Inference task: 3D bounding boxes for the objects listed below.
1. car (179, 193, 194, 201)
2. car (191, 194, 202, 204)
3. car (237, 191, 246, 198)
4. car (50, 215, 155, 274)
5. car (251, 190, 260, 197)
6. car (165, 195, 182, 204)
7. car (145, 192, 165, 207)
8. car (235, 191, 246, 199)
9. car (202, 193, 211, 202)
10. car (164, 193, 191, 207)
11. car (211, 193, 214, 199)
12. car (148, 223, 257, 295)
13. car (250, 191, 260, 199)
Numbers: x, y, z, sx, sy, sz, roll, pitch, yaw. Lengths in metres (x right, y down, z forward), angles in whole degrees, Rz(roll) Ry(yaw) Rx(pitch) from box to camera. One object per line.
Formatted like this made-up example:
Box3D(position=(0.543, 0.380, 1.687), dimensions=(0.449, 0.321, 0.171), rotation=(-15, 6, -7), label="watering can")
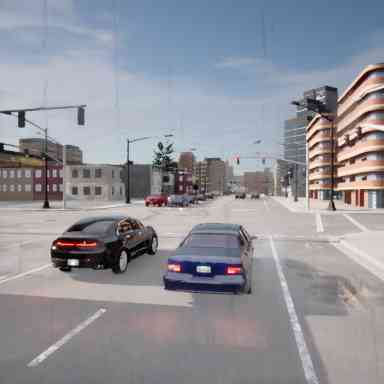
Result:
Box3D(position=(-1.133, 1.073, 69.256), dimensions=(2.033, 1.411, 5.357), rotation=(0, 1, 11), label="car")
Box3D(position=(-0.188, 1.235, 56.359), dimensions=(2.128, 1.511, 4.902), rotation=(0, 1, 11), label="car")
Box3D(position=(12.988, 0.552, 86.681), dimensions=(2.097, 1.767, 4.553), rotation=(0, 1, 11), label="car")
Box3D(position=(-2.510, 1.505, 10.664), dimensions=(1.837, 1.490, 4.892), rotation=(0, 0, 11), label="car")
Box3D(position=(16.344, 0.464, 85.607), dimensions=(2.097, 1.767, 4.553), rotation=(0, 1, 11), label="car")
Box3D(position=(-3.253, 1.238, 58.882), dimensions=(1.812, 1.442, 4.674), rotation=(0, 1, 12), label="car")
Box3D(position=(-5.155, 1.080, 49.324), dimensions=(2.150, 2.045, 5.566), rotation=(0, 1, 11), label="car")
Box3D(position=(11.094, 0.902, 77.029), dimensions=(1.994, 1.385, 4.181), rotation=(0, 1, 11), label="car")
Box3D(position=(1.766, 1.119, 66.009), dimensions=(2.033, 1.411, 5.357), rotation=(0, 1, 12), label="car")
Box3D(position=(-1.947, 1.223, 47.448), dimensions=(2.097, 1.767, 4.553), rotation=(0, 1, 11), label="car")
Box3D(position=(3.807, 0.862, 76.249), dimensions=(1.882, 1.535, 5.008), rotation=(0, 1, 11), label="car")
Box3D(position=(0.708, 1.547, 8.920), dimensions=(2.033, 1.411, 5.357), rotation=(0, 0, 11), label="car")
Box3D(position=(14.341, 0.881, 75.403), dimensions=(2.128, 1.511, 4.902), rotation=(0, 1, 11), label="car")
